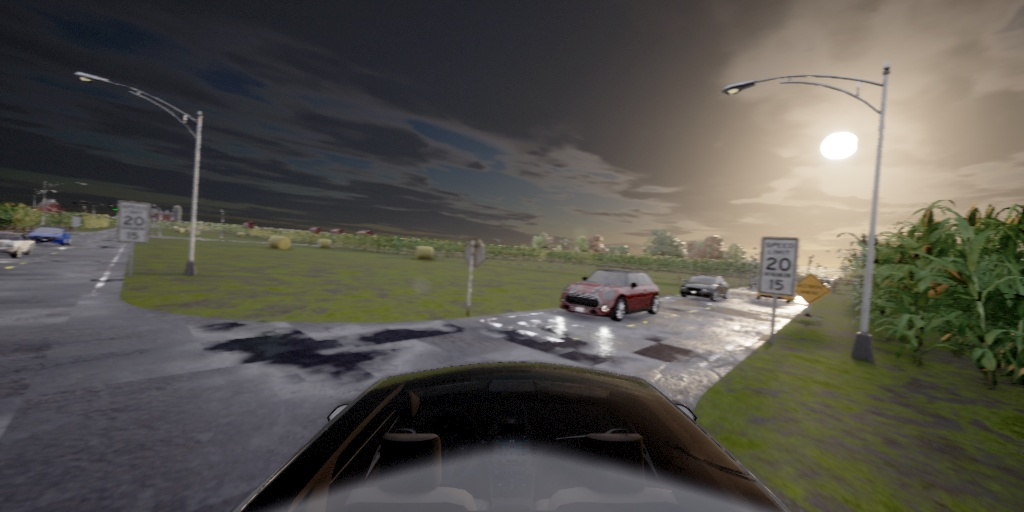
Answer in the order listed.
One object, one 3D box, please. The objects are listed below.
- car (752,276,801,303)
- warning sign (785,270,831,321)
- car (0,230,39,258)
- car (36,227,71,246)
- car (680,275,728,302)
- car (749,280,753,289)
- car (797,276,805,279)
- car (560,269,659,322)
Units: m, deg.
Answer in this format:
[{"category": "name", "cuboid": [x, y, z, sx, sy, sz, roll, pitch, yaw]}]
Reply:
[{"category": "car", "cuboid": [18.717, 2.375, 25.323, 1.882, 1.535, 5.008, 5, 1, 43]}, {"category": "warning sign", "cuboid": [12.503, 1.667, 15.149, 1.300, 1.860, 1.060, 0, 0, 43]}, {"category": "car", "cuboid": [-26.904, -0.632, 18.737, 4.718, 1.301, 1.895, 4, 1, 44]}, {"category": "car", "cuboid": [-39.007, -1.682, 30.332, 5.008, 1.535, 1.882, 4, 0, 44]}, {"category": "car", "cuboid": [12.192, 1.944, 22.575, 1.837, 1.490, 4.892, 5, 1, 43]}, {"category": "car", "cuboid": [27.162, 2.918, 38.722, 2.033, 1.411, 5.357, 5, 1, 43]}, {"category": "car", "cuboid": [34.761, 3.243, 42.772, 2.097, 1.767, 4.553, 5, 1, 43]}, {"category": "car", "cuboid": [3.779, 1.264, 13.411, 2.097, 1.767, 4.553, 5, 1, 43]}]
